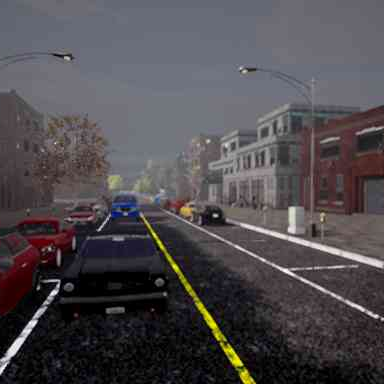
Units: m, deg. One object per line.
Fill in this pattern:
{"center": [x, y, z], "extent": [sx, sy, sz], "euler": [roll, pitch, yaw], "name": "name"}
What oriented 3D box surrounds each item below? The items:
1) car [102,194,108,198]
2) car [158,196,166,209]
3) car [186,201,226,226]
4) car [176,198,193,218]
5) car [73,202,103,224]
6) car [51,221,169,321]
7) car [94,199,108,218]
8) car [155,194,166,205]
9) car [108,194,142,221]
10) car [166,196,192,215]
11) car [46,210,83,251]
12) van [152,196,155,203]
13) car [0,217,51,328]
{"center": [-12.445, 1.290, 49.085], "extent": [2.192, 1.841, 5.009], "euler": [-1, 0, -11], "name": "car"}
{"center": [-3.153, 1.559, 45.254], "extent": [1.802, 1.307, 4.206], "euler": [-1, 0, -11], "name": "car"}
{"center": [1.113, 1.554, 23.474], "extent": [1.947, 1.339, 4.313], "euler": [-1, 0, -11], "name": "car"}
{"center": [0.014, 1.511, 29.085], "extent": [1.752, 1.417, 4.829], "euler": [-1, 0, -11], "name": "car"}
{"center": [-7.111, 1.571, 21.861], "extent": [1.802, 1.307, 4.206], "euler": [-1, 0, -11], "name": "car"}
{"center": [-1.661, 1.597, 7.525], "extent": [1.895, 1.301, 4.718], "euler": [0, 0, -11], "name": "car"}
{"center": [-8.178, 1.537, 27.306], "extent": [2.008, 1.369, 4.403], "euler": [-1, 0, -11], "name": "car"}
{"center": [-4.252, 1.499, 50.865], "extent": [1.752, 1.417, 4.829], "euler": [-1, 0, -11], "name": "car"}
{"center": [-5.246, 1.209, 26.352], "extent": [2.150, 2.045, 5.566], "euler": [0, 0, -11], "name": "car"}
{"center": [-1.022, 1.298, 34.364], "extent": [2.192, 1.841, 5.009], "euler": [-1, 0, -11], "name": "car"}
{"center": [-4.979, 1.539, 10.972], "extent": [1.887, 1.381, 4.507], "euler": [-1, 0, -11], "name": "car"}
{"center": [-5.287, 1.312, 56.143], "extent": [1.690, 1.788, 3.998], "euler": [-1, 0, -11], "name": "van"}
{"center": [-3.914, 1.437, 5.526], "extent": [1.967, 1.590, 4.097], "euler": [-1, 0, -11], "name": "car"}
